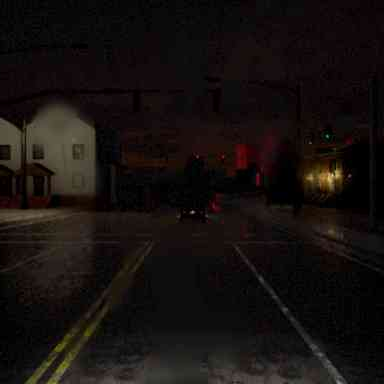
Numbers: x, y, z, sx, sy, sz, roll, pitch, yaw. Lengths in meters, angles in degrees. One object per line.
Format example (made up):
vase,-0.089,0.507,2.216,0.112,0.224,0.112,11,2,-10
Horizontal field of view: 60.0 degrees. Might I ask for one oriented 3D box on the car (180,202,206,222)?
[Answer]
car,0.070,1.427,25.161,2.033,1.411,5.357,0,0,0
